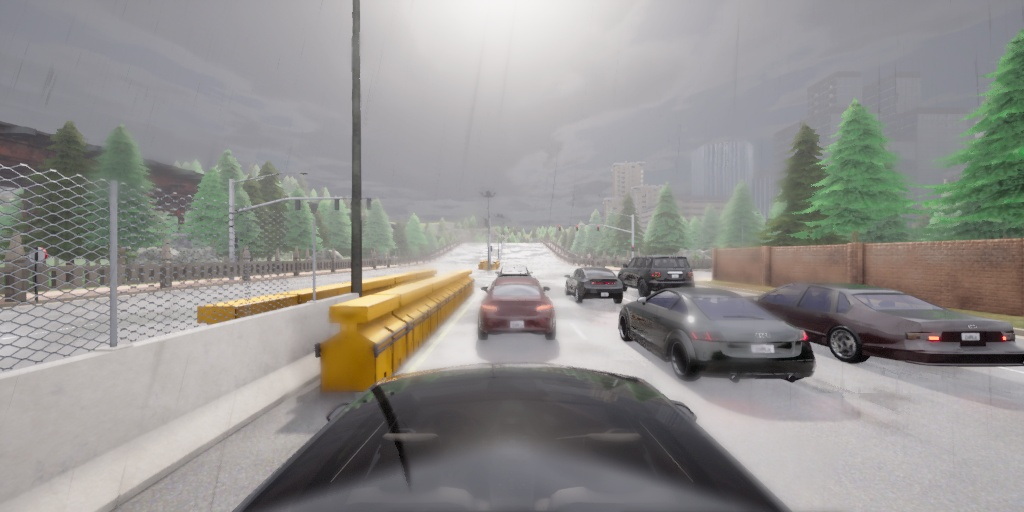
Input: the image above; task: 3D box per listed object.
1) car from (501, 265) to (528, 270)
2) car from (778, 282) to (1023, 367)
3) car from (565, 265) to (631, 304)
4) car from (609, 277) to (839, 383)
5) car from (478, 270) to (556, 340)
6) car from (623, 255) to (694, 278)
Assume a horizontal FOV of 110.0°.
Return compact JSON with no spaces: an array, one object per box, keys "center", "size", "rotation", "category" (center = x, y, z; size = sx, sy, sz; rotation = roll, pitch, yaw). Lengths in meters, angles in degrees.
[{"center":[0.120,1.241,19.079],"size":[2.128,1.511,4.902],"rotation":[0,0,0],"category":"car"},{"center":[7.108,1.297,8.068],"size":[2.033,1.411,5.357],"rotation":[0,0,0],"category":"car"},{"center":[3.616,1.255,16.371],"size":[1.837,1.490,4.892],"rotation":[0,0,0],"category":"car"},{"center":[3.611,1.314,7.204],"size":[1.994,1.385,4.181],"rotation":[0,0,-1],"category":"car"},{"center":[0.110,1.276,9.834],"size":[1.812,1.442,4.674],"rotation":[0,0,0],"category":"car"},{"center":[7.118,0.972,18.310],"size":[2.150,2.045,5.566],"rotation":[0,0,0],"category":"car"}]
